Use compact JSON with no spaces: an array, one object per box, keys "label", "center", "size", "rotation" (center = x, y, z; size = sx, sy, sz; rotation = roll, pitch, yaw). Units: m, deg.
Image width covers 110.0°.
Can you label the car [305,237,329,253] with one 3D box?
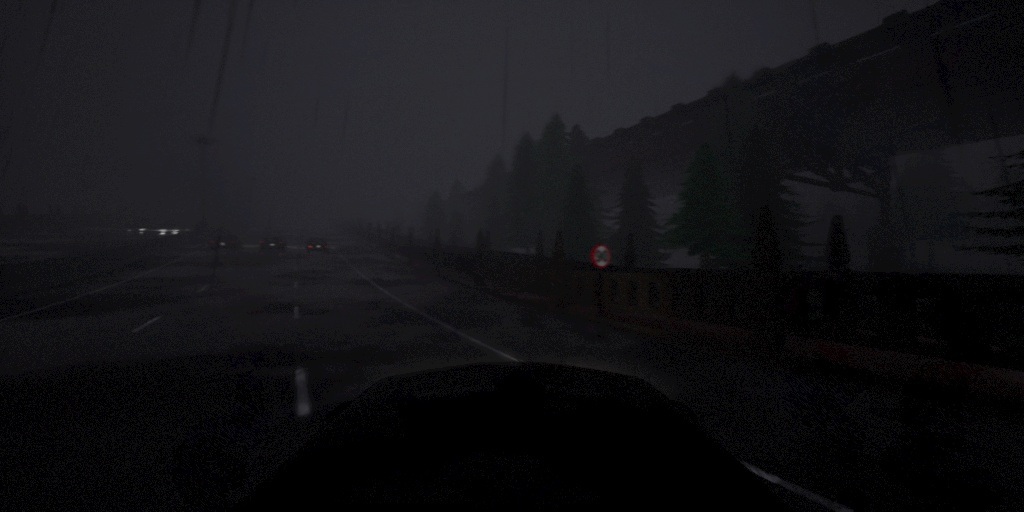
[{"label":"car","center":[-18.341,-1.084,33.769],"size":[2.033,1.411,5.357],"rotation":[-1,7,-31]}]

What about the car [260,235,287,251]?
[{"label":"car","center":[-22.344,-1.261,33.661],"size":[1.994,1.385,4.181],"rotation":[-1,7,-31]}]

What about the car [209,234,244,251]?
[{"label":"car","center":[-25.436,-1.253,32.012],"size":[1.994,1.385,4.181],"rotation":[-1,7,-31]}]
